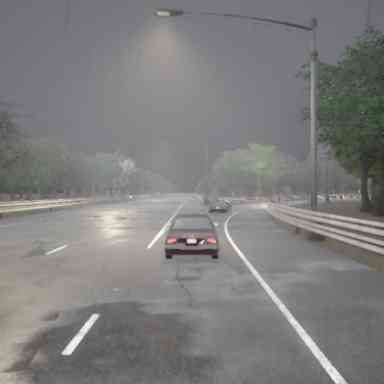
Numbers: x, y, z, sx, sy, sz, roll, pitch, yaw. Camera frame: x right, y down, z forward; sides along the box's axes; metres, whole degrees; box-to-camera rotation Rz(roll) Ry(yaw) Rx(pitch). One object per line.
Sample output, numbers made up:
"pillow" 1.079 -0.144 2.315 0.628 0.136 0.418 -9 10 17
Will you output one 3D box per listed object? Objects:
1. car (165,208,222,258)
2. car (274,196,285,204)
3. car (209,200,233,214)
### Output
"car" 0.028 1.541 12.654 2.033 1.411 5.357 0 0 1
"car" 17.315 1.473 64.503 1.812 1.442 4.674 0 0 37
"car" 3.143 1.549 35.704 1.994 1.385 4.181 0 0 15
